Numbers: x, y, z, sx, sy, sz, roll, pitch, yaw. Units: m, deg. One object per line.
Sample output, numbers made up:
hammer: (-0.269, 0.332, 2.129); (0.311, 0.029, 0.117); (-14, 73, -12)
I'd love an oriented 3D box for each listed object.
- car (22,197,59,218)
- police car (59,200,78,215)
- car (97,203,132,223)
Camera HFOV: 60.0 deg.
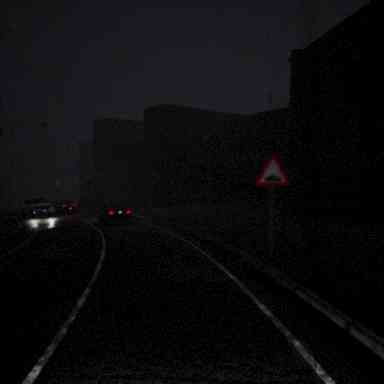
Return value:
car: (-16.356, 1.586, 35.175); (2.150, 2.045, 5.566); (-4, 1, -39)
police car: (-15.008, 1.750, 38.825); (2.038, 1.542, 4.974); (-4, 1, -38)
car: (-5.891, 1.520, 24.847); (2.033, 1.411, 5.357); (-2, -1, -24)
